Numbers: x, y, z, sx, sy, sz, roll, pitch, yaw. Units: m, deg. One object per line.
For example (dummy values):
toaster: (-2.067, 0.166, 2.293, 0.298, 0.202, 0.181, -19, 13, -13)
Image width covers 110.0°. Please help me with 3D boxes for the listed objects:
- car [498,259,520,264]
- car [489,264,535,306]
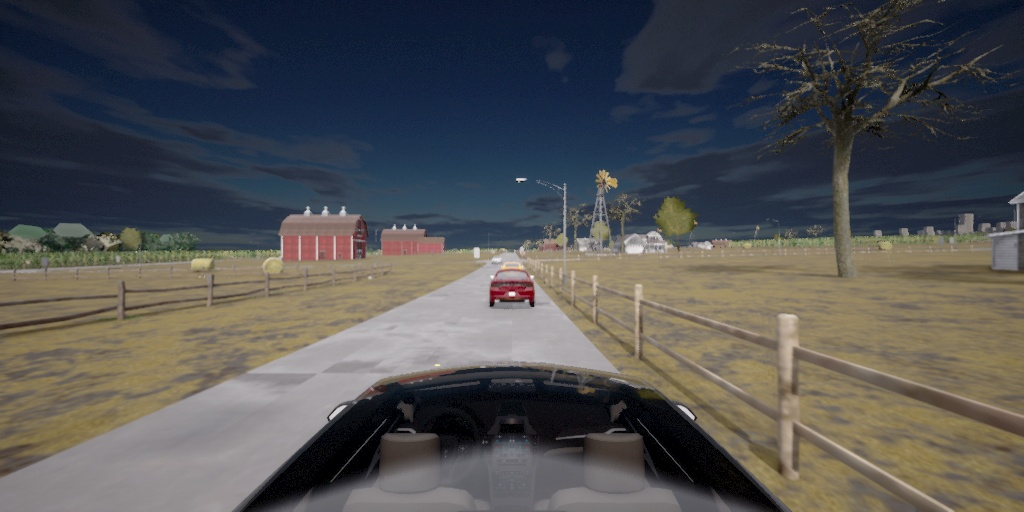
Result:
car: (0.012, 1.285, 31.289, 1.882, 1.535, 5.008, 0, 1, 0)
car: (0.010, 1.310, 16.307, 1.882, 1.535, 5.008, 0, 0, 0)
